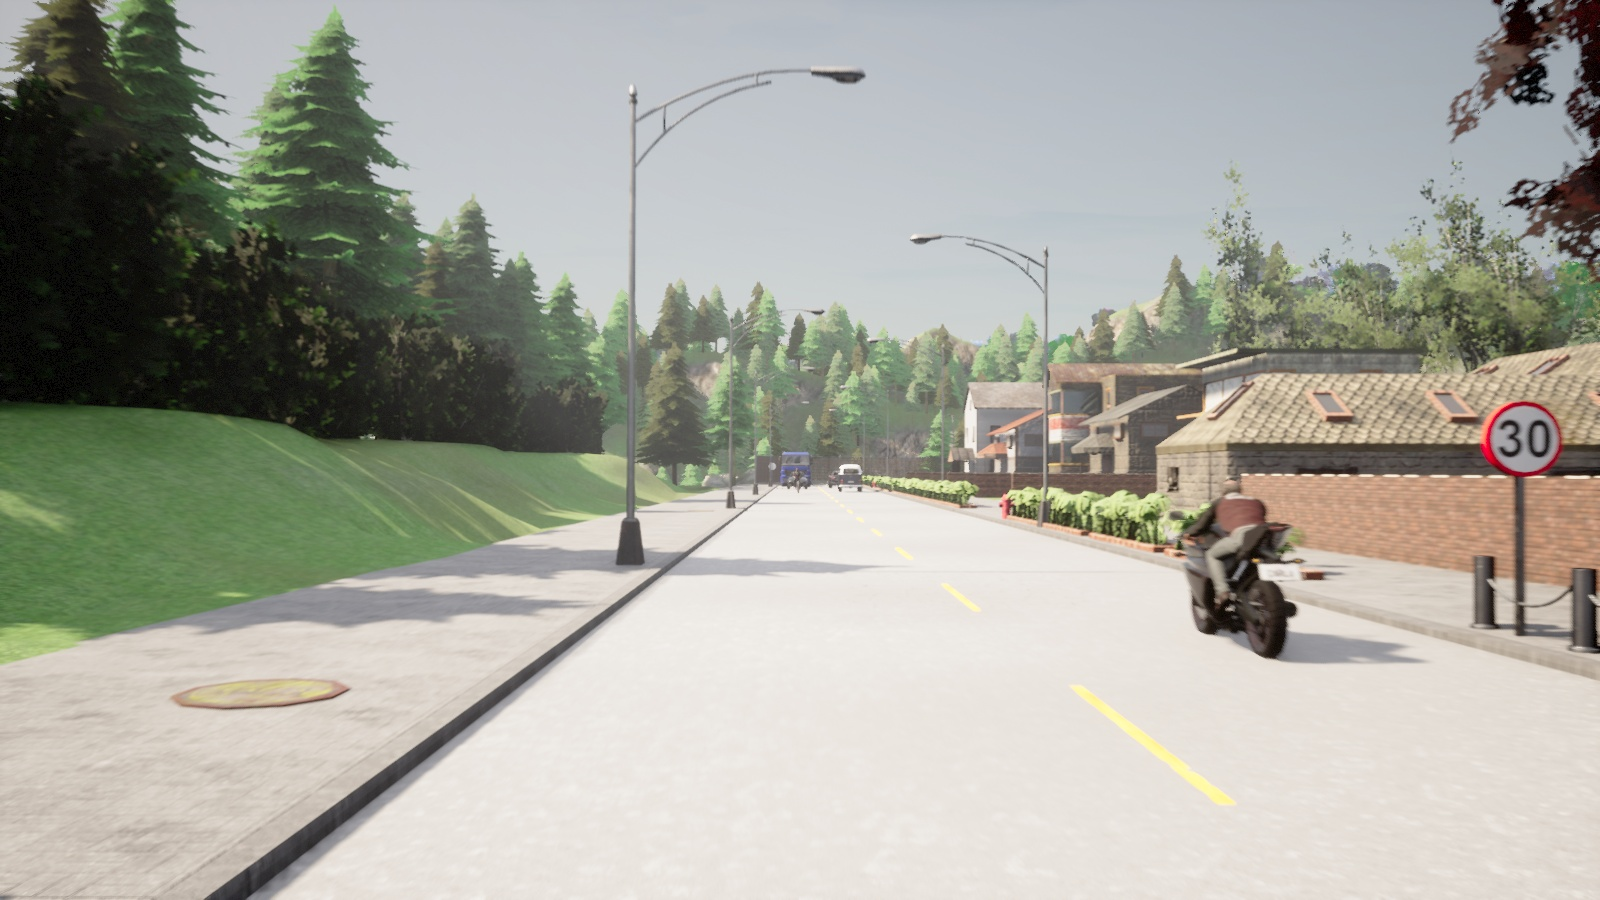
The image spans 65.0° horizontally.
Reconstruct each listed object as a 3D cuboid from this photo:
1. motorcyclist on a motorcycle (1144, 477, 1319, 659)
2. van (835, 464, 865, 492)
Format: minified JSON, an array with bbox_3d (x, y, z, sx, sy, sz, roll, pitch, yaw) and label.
[{"bbox_3d":[3.971,1.030,11.777,0.866,1.530,2.191,0,-1,0],"label":"motorcyclist on a motorcycle"},{"bbox_3d":[3.806,2.127,96.164,2.069,2.038,4.480,0,-1,0],"label":"van"}]
